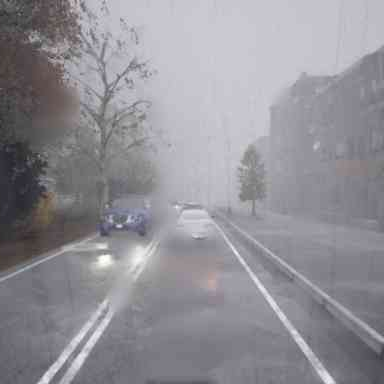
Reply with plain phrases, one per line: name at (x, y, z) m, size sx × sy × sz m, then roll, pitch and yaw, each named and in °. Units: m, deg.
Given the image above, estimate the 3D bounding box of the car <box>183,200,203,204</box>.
car at (0.100, 1.524, 32.647) m, size 1.812 × 1.442 × 4.674 m, roll 0°, pitch 0°, yaw 0°

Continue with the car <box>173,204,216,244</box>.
car at (0.106, 1.522, 15.555) m, size 1.812 × 1.442 × 4.674 m, roll 0°, pitch 0°, yaw 0°

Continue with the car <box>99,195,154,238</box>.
car at (-3.344, 1.218, 18.092) m, size 2.150 × 2.045 × 5.566 m, roll 0°, pitch 0°, yaw 0°

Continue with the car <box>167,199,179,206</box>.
car at (-3.348, 1.825, 59.616) m, size 1.895 × 1.301 × 4.718 m, roll 0°, pitch -1°, yaw 0°
